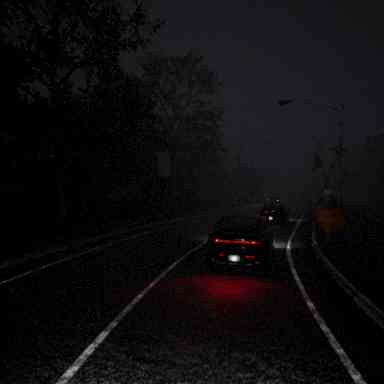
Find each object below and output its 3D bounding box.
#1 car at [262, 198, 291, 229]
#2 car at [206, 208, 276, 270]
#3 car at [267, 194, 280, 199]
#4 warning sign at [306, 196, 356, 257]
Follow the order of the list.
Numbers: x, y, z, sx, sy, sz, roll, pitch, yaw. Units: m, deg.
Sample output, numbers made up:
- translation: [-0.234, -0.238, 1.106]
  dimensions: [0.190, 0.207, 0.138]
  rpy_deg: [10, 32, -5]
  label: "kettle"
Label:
- translation: [6.284, 1.536, 25.166]
  dimensions: [1.837, 1.490, 4.892]
  rpy_deg: [2, 1, 21]
  label: "car"
- translation: [1.749, 1.505, 11.218]
  dimensions: [1.837, 1.490, 4.892]
  rpy_deg: [1, 1, 15]
  label: "car"
- translation: [14.007, 1.312, 57.047]
  dimensions: [2.097, 1.767, 4.553]
  rpy_deg: [2, 0, 18]
  label: "car"
- translation: [4.993, 1.206, 12.080]
  dimensions: [1.300, 1.860, 1.060]
  rpy_deg: [7, 8, 15]
  label: "warning sign"
